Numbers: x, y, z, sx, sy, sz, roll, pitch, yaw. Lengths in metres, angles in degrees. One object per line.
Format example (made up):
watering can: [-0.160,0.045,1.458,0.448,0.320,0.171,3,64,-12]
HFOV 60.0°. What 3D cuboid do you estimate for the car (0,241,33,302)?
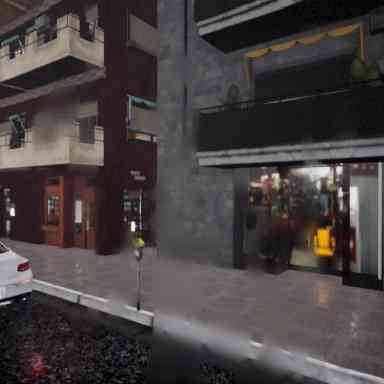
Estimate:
car: [-5.154,1.526,6.957,4.674,1.442,1.812,0,0,36]
